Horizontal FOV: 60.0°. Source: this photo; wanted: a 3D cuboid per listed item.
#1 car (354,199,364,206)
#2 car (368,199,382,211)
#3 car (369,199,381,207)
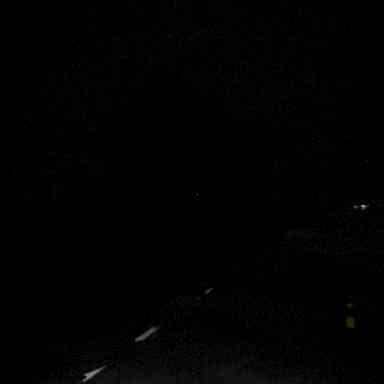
[{"bbox_3d":[36.715,2.223,72.978,1.837,1.490,4.892,-1,-1,29],"label":"car"},{"bbox_3d":[27.474,2.014,49.876,2.033,1.411,5.357,-1,-1,29],"label":"car"},{"bbox_3d":[35.703,2.105,64.955,1.882,1.535,5.008,-1,-1,29],"label":"car"}]
